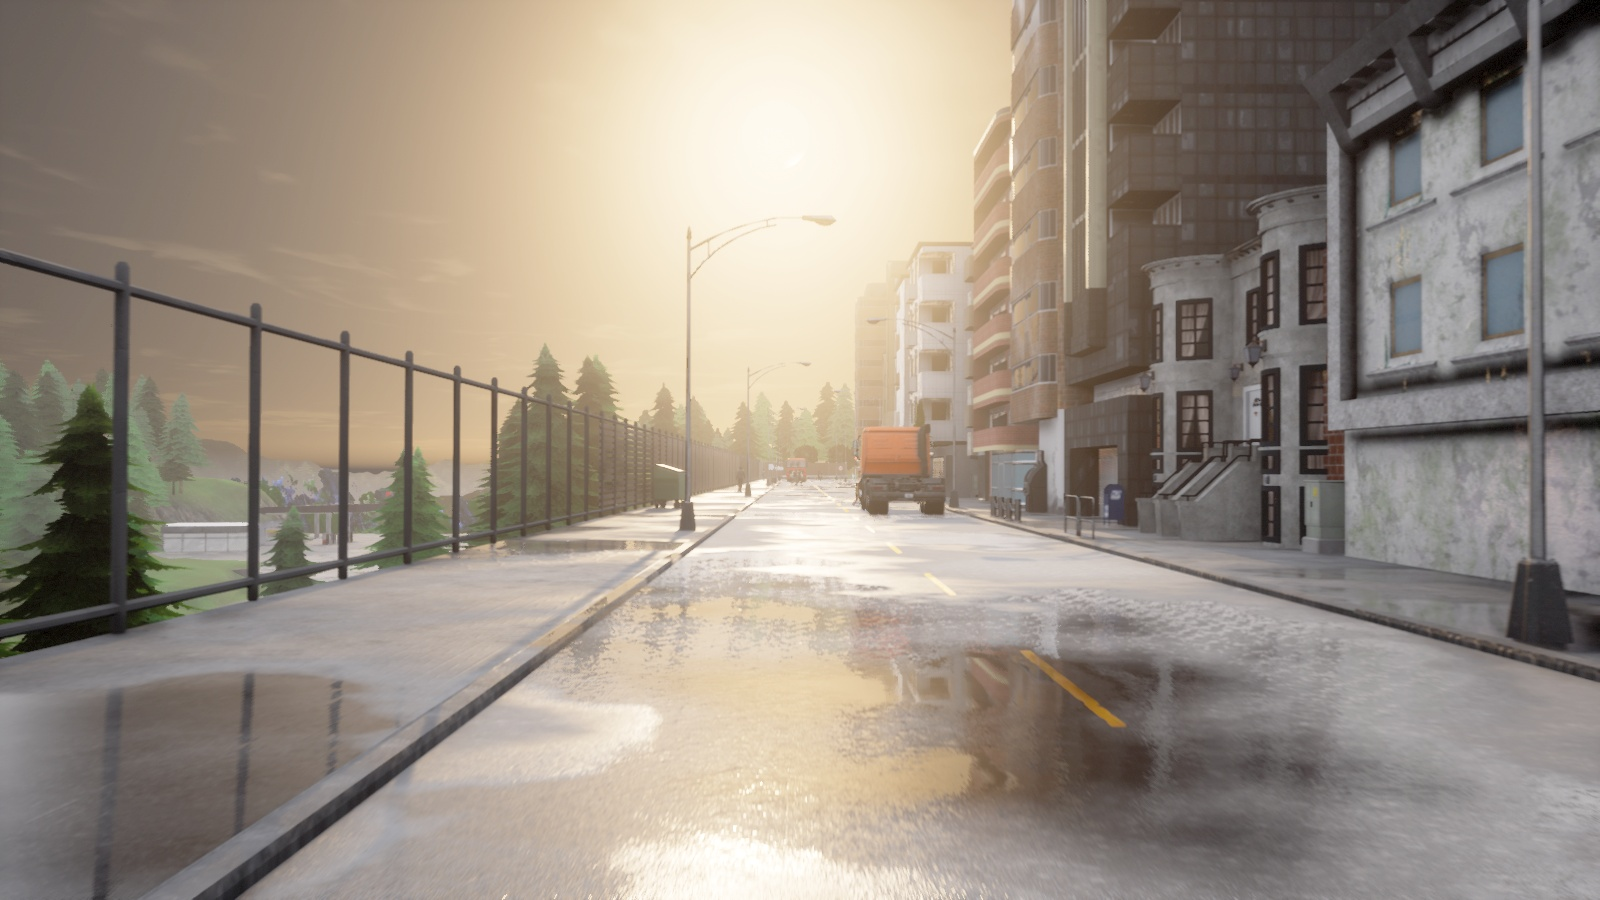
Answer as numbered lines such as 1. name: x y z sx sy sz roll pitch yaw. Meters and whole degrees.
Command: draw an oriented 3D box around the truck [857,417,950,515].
1. truck: 3.858 0.631 48.680 2.891 3.462 7.936 0 -1 0
